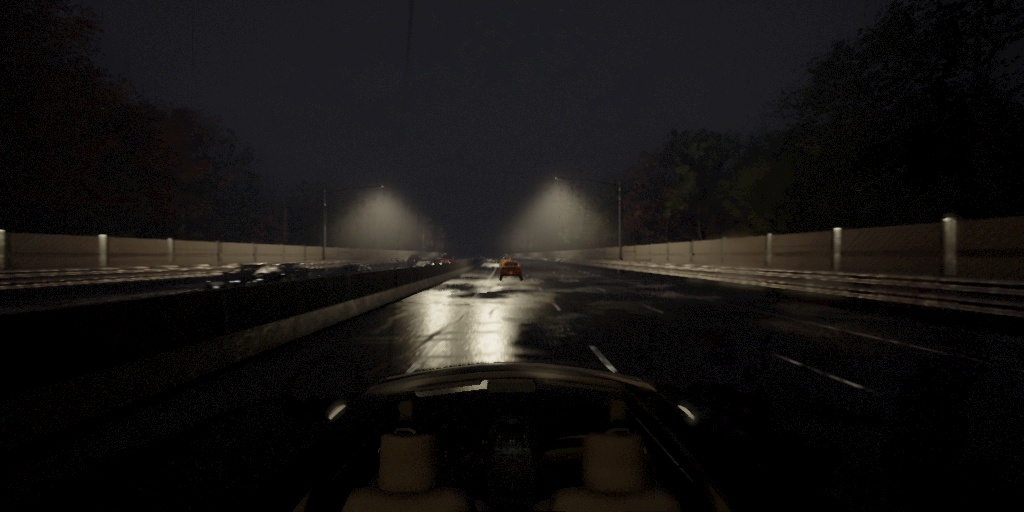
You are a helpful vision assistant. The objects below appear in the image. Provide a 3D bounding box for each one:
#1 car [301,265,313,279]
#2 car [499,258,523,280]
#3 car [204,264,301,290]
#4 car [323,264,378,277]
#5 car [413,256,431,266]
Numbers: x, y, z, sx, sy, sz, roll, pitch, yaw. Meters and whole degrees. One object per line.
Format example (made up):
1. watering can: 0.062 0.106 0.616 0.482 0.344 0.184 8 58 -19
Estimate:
1. car: -17.736 1.291 28.470 1.994 1.385 4.181 0 0 -1
2. car: -0.105 1.170 30.813 1.882 1.535 5.008 0 0 -1
3. car: -14.157 1.231 19.581 2.128 1.511 4.902 0 0 0
4. car: -10.692 1.271 24.167 2.033 1.411 5.357 0 0 0
5. car: -14.901 1.180 60.931 1.812 1.442 4.674 0 0 -1
